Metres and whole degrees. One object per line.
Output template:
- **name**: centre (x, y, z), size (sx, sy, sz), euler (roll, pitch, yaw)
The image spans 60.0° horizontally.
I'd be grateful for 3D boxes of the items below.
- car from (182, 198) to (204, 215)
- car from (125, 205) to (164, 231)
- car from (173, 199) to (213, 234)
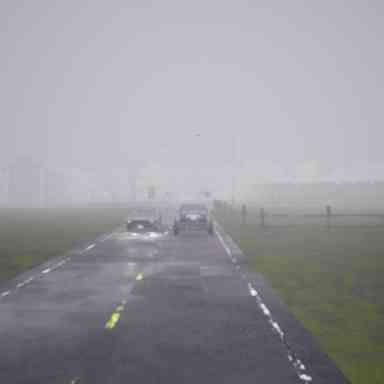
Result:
- **car**: centre (0.101, 1.478, 34.576), size (2.128, 1.511, 4.902), euler (0, 0, 0)
- **car**: centre (-2.836, 1.538, 20.960), size (2.033, 1.411, 5.357), euler (0, 0, 0)
- **car**: centre (0.096, 1.346, 19.080), size (2.097, 1.767, 4.553), euler (0, 0, 1)
